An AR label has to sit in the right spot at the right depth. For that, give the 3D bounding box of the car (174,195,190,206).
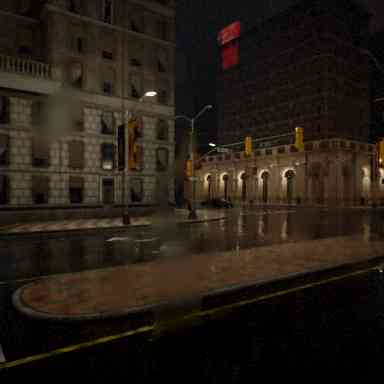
[{"bbox_3d":[-2.114,1.526,54.797,1.812,1.442,4.674,0,0,-35],"label":"car"}]

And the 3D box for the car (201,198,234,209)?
[{"bbox_3d":[3.454,1.547,46.941,2.033,1.411,5.357,0,0,-36],"label":"car"}]
